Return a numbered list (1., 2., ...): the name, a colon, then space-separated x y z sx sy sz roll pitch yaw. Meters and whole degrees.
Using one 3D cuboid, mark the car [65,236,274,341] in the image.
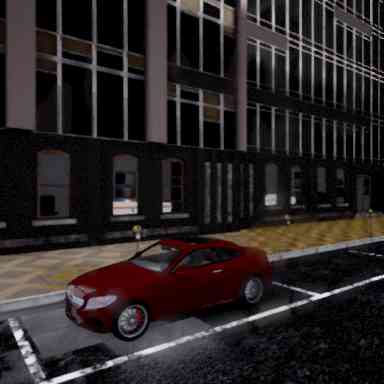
1. car: -0.208 1.562 6.408 4.206 1.307 1.802 0 1 -36
